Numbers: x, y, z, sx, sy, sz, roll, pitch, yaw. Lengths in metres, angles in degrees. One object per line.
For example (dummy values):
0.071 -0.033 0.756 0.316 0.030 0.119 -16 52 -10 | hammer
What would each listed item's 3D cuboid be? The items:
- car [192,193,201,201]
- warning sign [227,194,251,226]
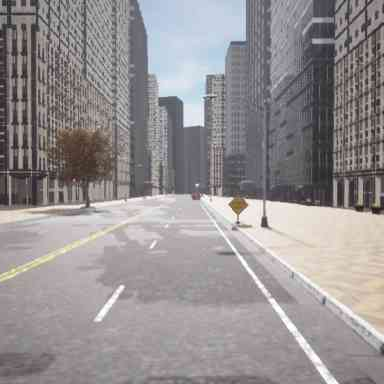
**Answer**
1.134 1.309 86.658 2.150 2.045 5.566 0 0 0 | car
2.865 1.084 20.605 1.300 1.860 1.060 1 1 0 | warning sign
